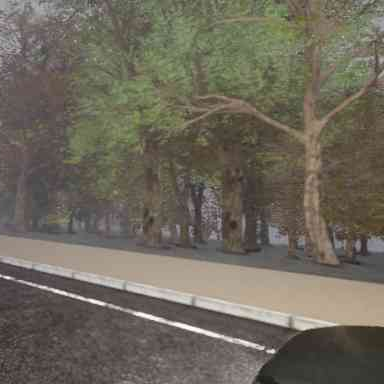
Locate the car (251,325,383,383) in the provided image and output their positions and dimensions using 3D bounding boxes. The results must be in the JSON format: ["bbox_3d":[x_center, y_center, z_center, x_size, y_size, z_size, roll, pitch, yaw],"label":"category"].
[{"bbox_3d":[2.373,1.553,1.992,4.181,1.385,1.994,-1,0,36],"label":"car"}]
